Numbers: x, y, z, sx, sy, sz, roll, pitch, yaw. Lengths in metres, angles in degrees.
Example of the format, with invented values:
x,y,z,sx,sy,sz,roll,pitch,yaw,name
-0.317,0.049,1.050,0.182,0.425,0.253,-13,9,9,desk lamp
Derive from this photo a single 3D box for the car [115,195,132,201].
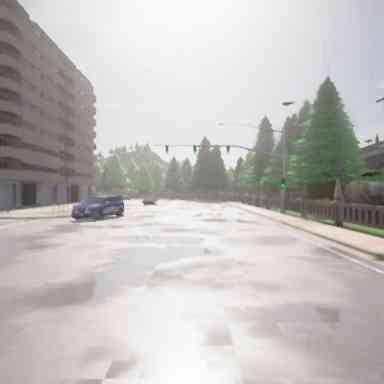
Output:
x,y,z,sx,sy,sz,roll,pitch,yaw,name
-15.800,1.350,76.790,1.994,1.385,4.181,0,0,-41,car

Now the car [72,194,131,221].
x,y,z,sx,sy,sz,roll,pitch,yaw,name
-7.569,1.269,27.622,2.150,2.045,5.566,0,2,16,car

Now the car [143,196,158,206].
x,y,z,sx,sy,sz,roll,pitch,yaw,name
-6.663,1.380,53.558,1.882,1.535,5.008,0,1,1,car
